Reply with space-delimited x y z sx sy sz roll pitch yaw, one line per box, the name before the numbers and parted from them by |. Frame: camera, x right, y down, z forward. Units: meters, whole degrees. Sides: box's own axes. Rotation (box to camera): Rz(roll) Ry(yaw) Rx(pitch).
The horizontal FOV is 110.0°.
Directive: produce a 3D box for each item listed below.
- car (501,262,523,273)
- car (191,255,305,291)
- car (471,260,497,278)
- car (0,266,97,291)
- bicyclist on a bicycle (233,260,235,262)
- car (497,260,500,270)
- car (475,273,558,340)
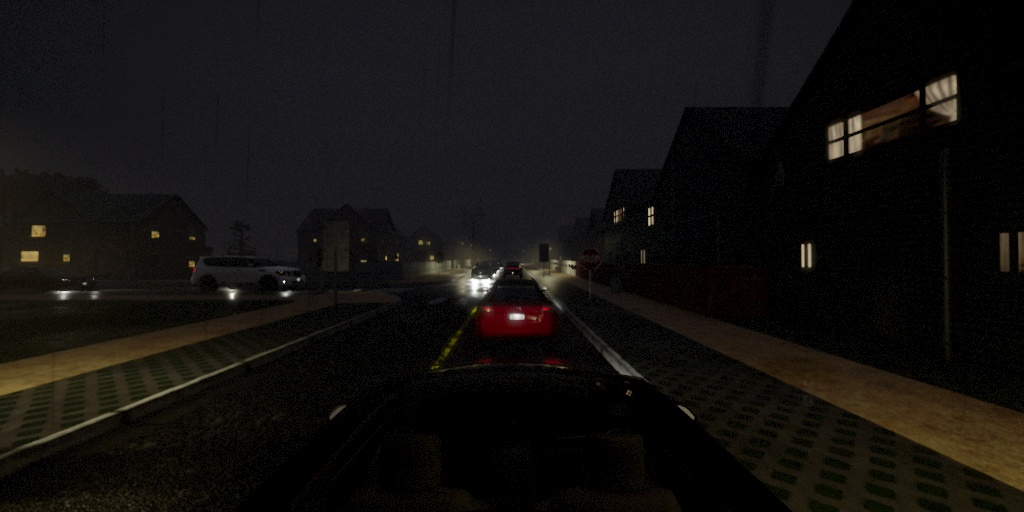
car | 0.073 1.335 36.112 1.837 1.490 4.892 0 0 0
car | -14.993 0.995 20.514 5.566 2.045 2.150 0 -1 -1
car | -2.896 1.320 35.423 2.128 1.511 4.902 0 0 0
car | -26.675 1.293 20.414 4.674 1.442 1.812 0 -1 0
bicyclist on a bicycle | -20.246 1.149 26.327 0.582 1.620 1.656 0 0 0
car | -2.905 1.330 44.741 1.882 1.535 5.008 0 0 0
car | 0.092 1.332 10.014 1.994 1.385 4.181 0 0 -1
